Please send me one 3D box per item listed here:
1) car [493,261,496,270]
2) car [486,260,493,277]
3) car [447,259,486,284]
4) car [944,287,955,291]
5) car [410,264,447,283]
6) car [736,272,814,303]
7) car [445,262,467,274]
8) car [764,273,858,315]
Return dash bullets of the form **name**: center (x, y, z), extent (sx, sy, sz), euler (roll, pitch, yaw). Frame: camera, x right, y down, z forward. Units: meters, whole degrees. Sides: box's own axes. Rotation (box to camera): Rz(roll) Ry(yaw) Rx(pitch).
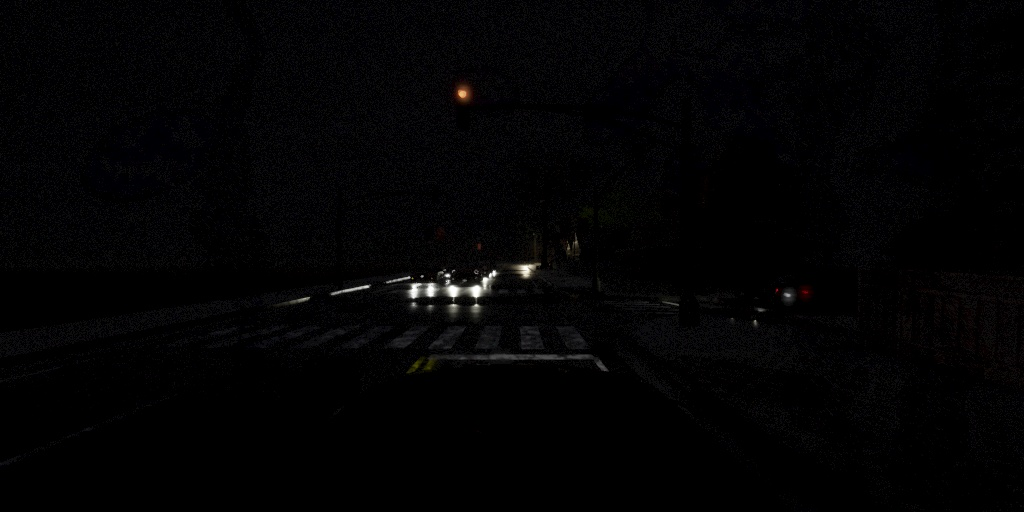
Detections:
- **car**: center (-3.335, 1.282, 44.635), extent (1.812, 1.442, 4.674), euler (0, 0, 0)
- **car**: center (-3.343, 1.108, 35.676), extent (2.097, 1.767, 4.553), euler (0, 0, 0)
- **car**: center (-3.305, 1.109, 26.847), extent (2.097, 1.767, 4.553), euler (0, 0, -1)
- **car**: center (22.953, 1.739, 16.913), extent (5.357, 1.411, 2.033), euler (1, -2, -3)
- **car**: center (-6.597, 1.321, 28.307), extent (1.994, 1.385, 4.181), euler (0, 0, 0)
- **car**: center (13.065, 1.508, 16.544), extent (5.008, 1.535, 1.882), euler (1, -2, -2)
- **car**: center (-6.592, 1.356, 42.508), extent (1.895, 1.301, 4.718), euler (0, 0, 0)
- **car**: center (12.479, 1.498, 13.669), extent (4.181, 1.385, 1.994), euler (1, -2, -2)
